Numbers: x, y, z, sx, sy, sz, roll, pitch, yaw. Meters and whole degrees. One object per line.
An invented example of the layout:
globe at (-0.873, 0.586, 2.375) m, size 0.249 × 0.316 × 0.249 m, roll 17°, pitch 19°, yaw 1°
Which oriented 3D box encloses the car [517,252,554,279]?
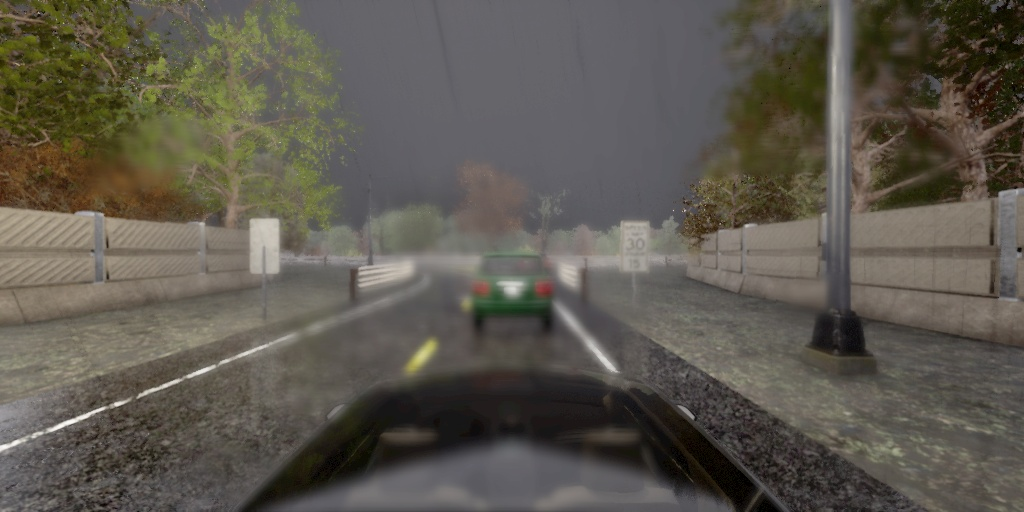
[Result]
car at (2.140, 0.725, 30.709) m, size 2.150 × 2.045 × 5.566 m, roll 0°, pitch 0°, yaw 15°

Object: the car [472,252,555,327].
car at (0.043, 0.893, 11.244) m, size 2.150 × 2.045 × 5.566 m, roll 0°, pitch 1°, yaw 0°
